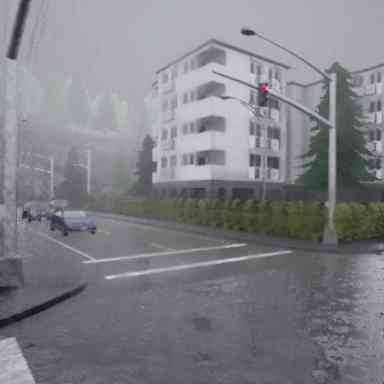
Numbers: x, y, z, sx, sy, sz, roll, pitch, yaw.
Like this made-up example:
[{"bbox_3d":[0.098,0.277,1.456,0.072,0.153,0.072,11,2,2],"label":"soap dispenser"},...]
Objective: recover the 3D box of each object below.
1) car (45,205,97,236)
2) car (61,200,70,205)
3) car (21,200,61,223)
[{"bbox_3d":[-7.347,1.768,20.335,1.812,1.442,4.674,1,0,-36],"label":"car"},{"bbox_3d":[-15.224,1.637,37.663,2.097,1.767,4.553,1,-1,-36],"label":"car"},{"bbox_3d":[-13.143,1.595,28.459,2.097,1.767,4.553,1,0,-35],"label":"car"}]
